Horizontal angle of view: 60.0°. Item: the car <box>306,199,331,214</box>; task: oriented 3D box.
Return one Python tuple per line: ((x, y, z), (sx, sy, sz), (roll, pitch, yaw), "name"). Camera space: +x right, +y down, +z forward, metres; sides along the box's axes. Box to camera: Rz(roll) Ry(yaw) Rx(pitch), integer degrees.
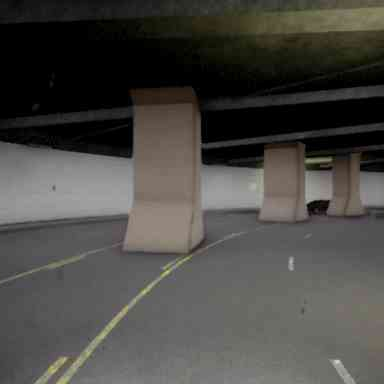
((14.087, 1.560, 36.745), (4.892, 1.490, 1.837), (0, 0, -29), "car")
